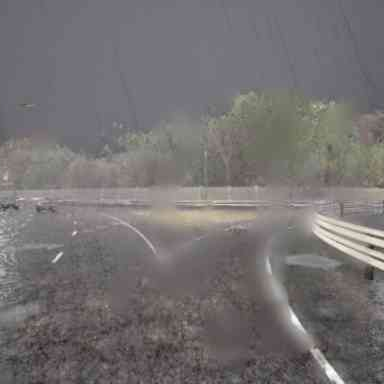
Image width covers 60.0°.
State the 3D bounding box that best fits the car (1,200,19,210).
[{"bbox_3d":[-25.344,1.804,46.168,1.895,1.301,4.718,0,0,-34],"label":"car"}]

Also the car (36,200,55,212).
[{"bbox_3d":[-18.218,1.672,41.155,2.128,1.511,4.902,0,0,-29],"label":"car"}]

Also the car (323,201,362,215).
[{"bbox_3d":[16.331,1.702,35.957,5.357,1.411,2.033,0,0,-37],"label":"car"}]
